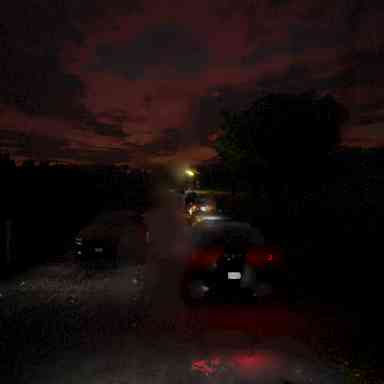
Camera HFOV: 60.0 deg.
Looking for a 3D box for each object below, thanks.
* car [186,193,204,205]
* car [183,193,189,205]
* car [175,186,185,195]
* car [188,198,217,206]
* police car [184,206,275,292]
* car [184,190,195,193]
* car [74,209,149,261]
[{"bbox_3d":[0.805,1.211,24.888,2.097,1.767,4.553,0,1,0],"label":"car"},{"bbox_3d":[0.006,1.151,46.627,1.895,1.301,4.718,0,1,1],"label":"car"},{"bbox_3d":[-2.812,-0.363,81.349,2.150,2.045,5.566,0,2,0],"label":"car"},{"bbox_3d":[0.810,1.368,19.106,1.801,1.575,5.366,0,1,0],"label":"car"},{"bbox_3d":[0.818,1.403,9.027,1.930,1.638,5.238,0,0,0],"label":"police car"},{"bbox_3d":[-0.050,0.576,65.732,2.033,1.411,5.357,0,2,0],"label":"car"},{"bbox_3d":[-2.760,1.440,12.353,1.882,1.535,5.008,0,0,0],"label":"car"}]
